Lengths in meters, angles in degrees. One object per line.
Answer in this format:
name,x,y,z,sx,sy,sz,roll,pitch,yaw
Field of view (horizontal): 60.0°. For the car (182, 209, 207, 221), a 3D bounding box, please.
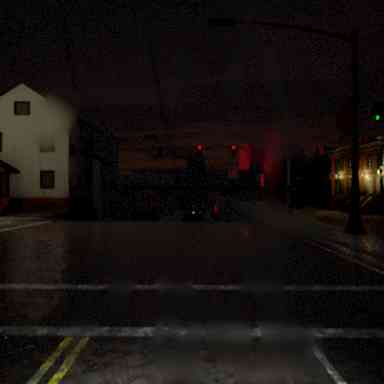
car,0.132,2.418,31.967,2.033,1.411,5.357,-1,-12,0
